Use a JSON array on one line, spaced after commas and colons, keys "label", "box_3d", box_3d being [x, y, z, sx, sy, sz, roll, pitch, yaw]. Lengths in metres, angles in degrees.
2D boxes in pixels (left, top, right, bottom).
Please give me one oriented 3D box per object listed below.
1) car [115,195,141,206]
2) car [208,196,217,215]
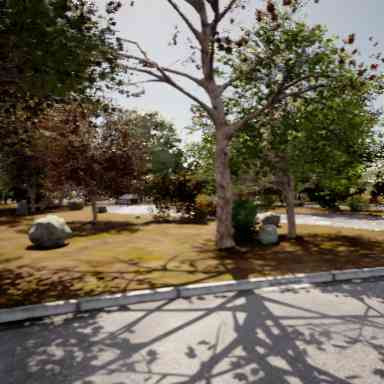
[{"label": "car", "box_3d": [-8.465, 1.101, 44.301, 2.128, 1.511, 4.902, 0, 0, 16]}, {"label": "car", "box_3d": [2.384, 1.088, 26.412, 4.553, 1.767, 2.097, 0, 1, 34]}]
